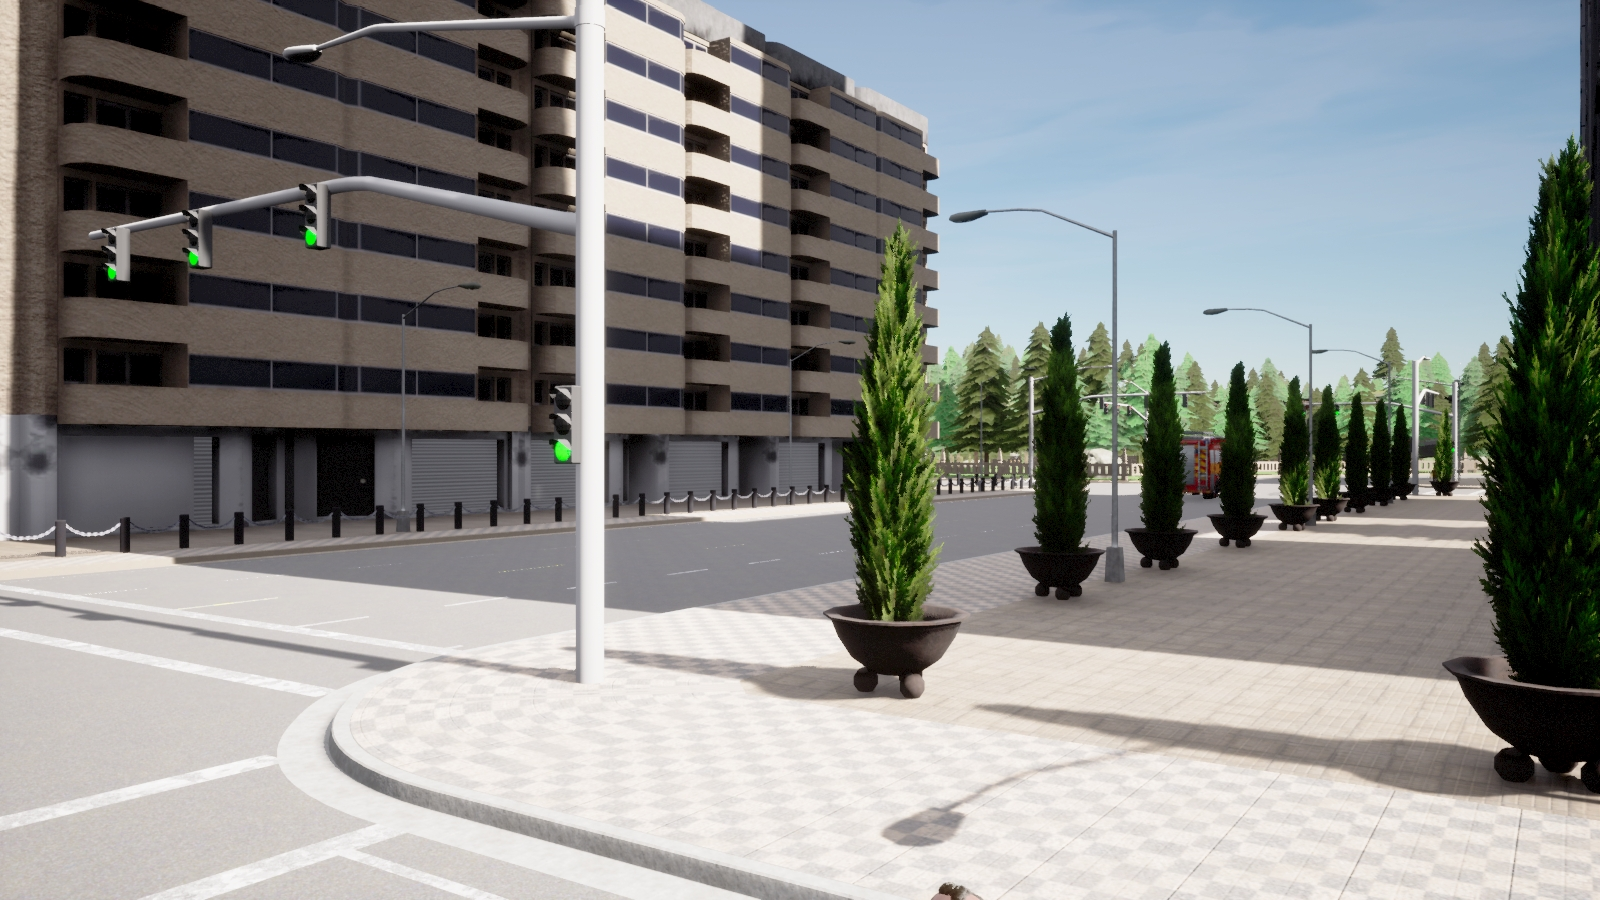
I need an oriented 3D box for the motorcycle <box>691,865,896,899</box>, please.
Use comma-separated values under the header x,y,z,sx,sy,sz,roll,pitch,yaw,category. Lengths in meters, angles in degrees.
x,y,z,sx,sy,sz,roll,pitch,yaw,category
0.516,2.205,3.364,2.209,1.251,0.867,0,0,34,motorcycle
